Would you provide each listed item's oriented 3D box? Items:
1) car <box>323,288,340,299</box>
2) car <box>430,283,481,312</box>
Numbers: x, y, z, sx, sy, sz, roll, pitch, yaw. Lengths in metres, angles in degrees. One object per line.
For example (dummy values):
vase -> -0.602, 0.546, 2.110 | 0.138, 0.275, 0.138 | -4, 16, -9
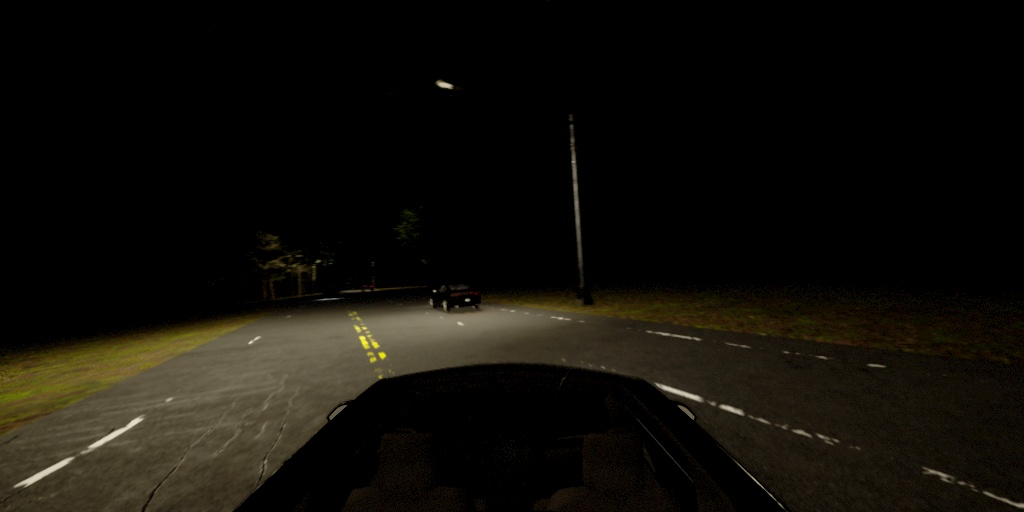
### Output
car -> -24.549, 5.020, 48.876 | 2.033, 1.411, 5.357 | -2, -3, -22
car -> -3.401, 2.319, 20.894 | 1.882, 1.535, 5.008 | -2, -3, -26
